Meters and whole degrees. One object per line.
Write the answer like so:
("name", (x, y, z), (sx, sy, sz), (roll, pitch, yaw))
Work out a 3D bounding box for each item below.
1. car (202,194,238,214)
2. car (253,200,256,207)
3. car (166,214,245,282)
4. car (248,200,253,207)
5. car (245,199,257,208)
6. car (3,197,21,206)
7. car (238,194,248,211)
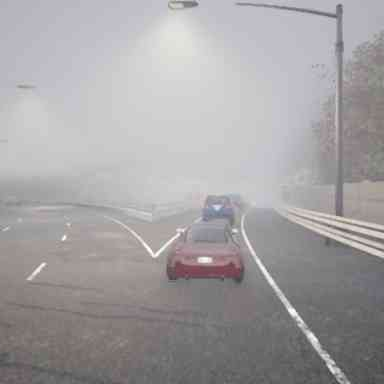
("car", (2.048, 1.243, 24.385), (2.150, 2.045, 5.566), (0, -1, 9))
("car", (10.958, 2.387, 65.674), (1.895, 1.301, 4.718), (0, -3, 14))
("car", (0.435, 1.575, 9.837), (1.994, 1.385, 4.181), (0, 0, 4))
("car", (8.487, 1.882, 55.226), (2.033, 1.411, 5.357), (0, -2, 14))
("car", (13.409, 2.678, 75.324), (2.097, 1.767, 4.553), (0, -4, 15))
("car", (-30.570, 1.552, 56.365), (1.994, 1.385, 4.181), (0, 0, -41))
("car", (5.393, 1.288, 41.863), (2.150, 2.045, 5.566), (0, 0, 13))
